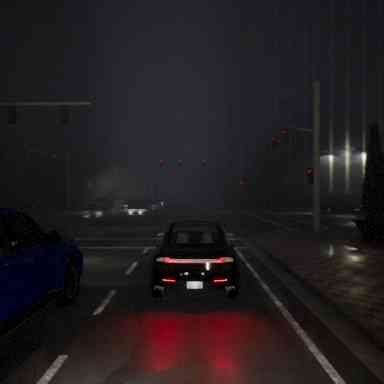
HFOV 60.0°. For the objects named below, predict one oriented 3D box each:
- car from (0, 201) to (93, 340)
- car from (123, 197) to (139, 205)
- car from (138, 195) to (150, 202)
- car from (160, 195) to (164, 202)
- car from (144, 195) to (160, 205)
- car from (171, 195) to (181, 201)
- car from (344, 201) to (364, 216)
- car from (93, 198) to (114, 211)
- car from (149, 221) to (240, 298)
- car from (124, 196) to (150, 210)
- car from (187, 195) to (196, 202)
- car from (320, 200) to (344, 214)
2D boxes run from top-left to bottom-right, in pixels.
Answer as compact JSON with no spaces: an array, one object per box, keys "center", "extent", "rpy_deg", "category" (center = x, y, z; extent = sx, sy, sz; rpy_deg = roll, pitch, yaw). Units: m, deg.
[{"center":[-3.451,1.221,4.886],"extent":[2.150,2.045,5.566],"rpy_deg":[0,0,1],"category":"car"},{"center":[-10.676,1.562,58.390],"extent":[1.994,1.385,4.181],"rpy_deg":[0,0,0],"category":"car"},{"center":[-10.632,1.511,73.999],"extent":[1.812,1.442,4.674],"rpy_deg":[0,0,0],"category":"car"},{"center":[-7.130,1.490,72.888],"extent":[1.837,1.490,4.892],"rpy_deg":[0,0,0],"category":"car"},{"center":[-7.180,1.476,57.892],"extent":[1.882,1.535,5.008],"rpy_deg":[0,0,0],"category":"car"},{"center":[-3.635,1.337,76.097],"extent":[1.812,1.442,4.674],"rpy_deg":[0,0,0],"category":"car"},{"center":[17.470,1.499,31.472],"extent":[4.892,1.490,1.837],"rpy_deg":[-1,0,-1],"category":"car"},{"center":[-11.464,1.477,41.860],"extent":[1.882,1.535,5.008],"rpy_deg":[0,0,10],"category":"car"},{"center":[0.078,1.491,8.518],"extent":[2.128,1.511,4.902],"rpy_deg":[0,0,1],"category":"car"},{"center":[-7.167,1.563,43.676],"extent":[1.994,1.385,4.181],"rpy_deg":[0,0,0],"category":"car"},{"center":[-0.134,1.427,75.564],"extent":[1.837,1.490,4.892],"rpy_deg":[0,0,0],"category":"car"},{"center":[15.231,1.563,34.946],"extent":[4.181,1.385,1.994],"rpy_deg":[0,0,-1],"category":"car"}]
